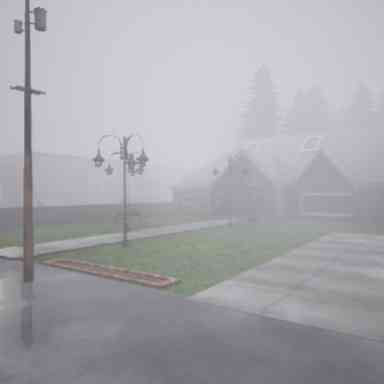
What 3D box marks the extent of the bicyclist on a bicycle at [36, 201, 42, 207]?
[{"bbox_3d":[-14.265,1.657,31.005,1.656,1.620,0.582,-1,-1,35],"label":"bicyclist on a bicycle"}]
